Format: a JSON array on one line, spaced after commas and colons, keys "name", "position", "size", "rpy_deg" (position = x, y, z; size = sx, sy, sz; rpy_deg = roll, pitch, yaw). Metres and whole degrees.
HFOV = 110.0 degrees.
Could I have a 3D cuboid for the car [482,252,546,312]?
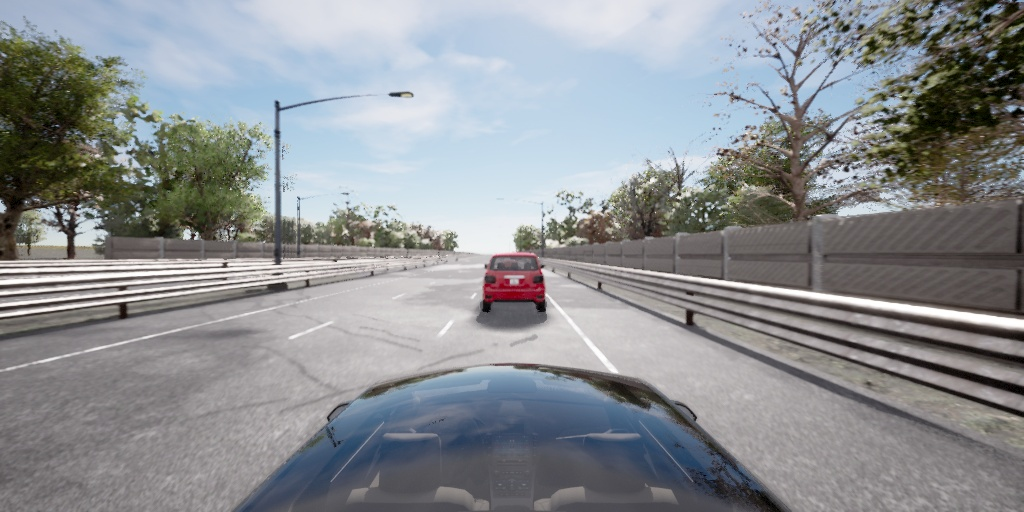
[{"name": "car", "position": [0.058, 0.883, 13.951], "size": [2.150, 2.045, 5.566], "rpy_deg": [0, 0, 0]}]
